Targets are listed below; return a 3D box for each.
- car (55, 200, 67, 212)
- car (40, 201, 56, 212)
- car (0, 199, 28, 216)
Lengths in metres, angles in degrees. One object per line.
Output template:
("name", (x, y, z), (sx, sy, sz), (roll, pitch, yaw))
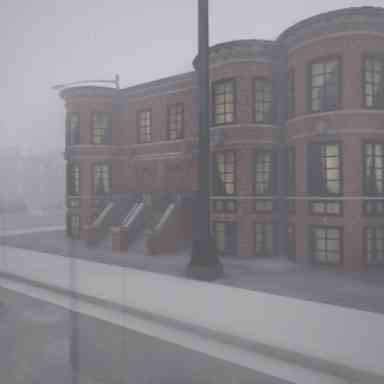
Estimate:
("car", (-13.845, 1.821, 40.980), (1.895, 1.301, 4.718), (0, 0, 36))
("car", (-16.909, 1.720, 42.713), (1.882, 1.535, 5.008), (0, 0, 35))
("car", (-19.136, 1.572, 33.580), (2.097, 1.767, 4.553), (0, 0, 36))
